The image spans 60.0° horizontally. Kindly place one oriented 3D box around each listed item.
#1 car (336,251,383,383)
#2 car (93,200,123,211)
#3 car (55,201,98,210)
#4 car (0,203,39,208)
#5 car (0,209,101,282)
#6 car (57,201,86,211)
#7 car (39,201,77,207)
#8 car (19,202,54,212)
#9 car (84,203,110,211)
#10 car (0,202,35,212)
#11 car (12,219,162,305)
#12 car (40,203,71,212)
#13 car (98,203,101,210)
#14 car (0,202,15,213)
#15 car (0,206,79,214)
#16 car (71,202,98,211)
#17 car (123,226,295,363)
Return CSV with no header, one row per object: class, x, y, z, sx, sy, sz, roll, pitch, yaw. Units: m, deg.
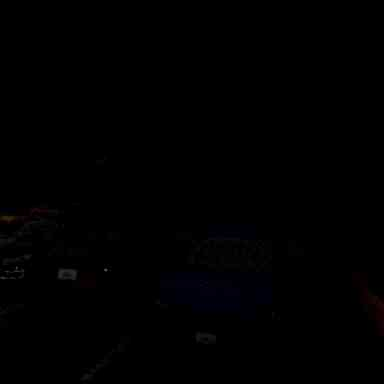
car,3.306,1.486,4.792,1.946,1.575,5.366,0,-1,16
car,-17.656,2.820,70.136,5.566,2.045,2.435,0,-2,15
car,-15.240,2.135,41.704,5.566,2.045,2.435,1,-1,15
car,-8.765,1.356,13.238,2.185,1.767,4.553,1,-1,16
car,-3.964,1.485,9.774,2.231,1.521,4.892,1,-1,16
car,-22.742,2.675,62.803,4.553,1.767,2.185,0,-2,15
car,-16.826,2.281,39.177,5.366,1.575,1.946,2,-2,15
car,-26.761,2.592,57.260,5.366,1.575,1.946,0,-2,15
car,-19.324,3.021,67.680,4.674,1.452,2.002,0,-2,15
car,-28.510,2.493,54.428,4.892,1.521,2.231,0,-2,15
car,-1.551,1.514,8.078,2.163,1.488,4.792,0,-1,16
car,-24.618,2.727,60.000,4.792,1.488,2.163,0,-2,15
car,-13.548,2.525,44.170,4.674,1.452,2.002,1,-1,15
car,-30.455,2.389,51.649,4.892,1.521,2.231,0,-2,15
car,-6.411,1.477,11.309,1.946,1.575,5.366,1,-1,15
car,-20.988,2.765,65.224,4.553,1.767,2.185,0,-2,15
car,0.848,1.486,6.333,2.097,1.535,5.008,1,-1,16
